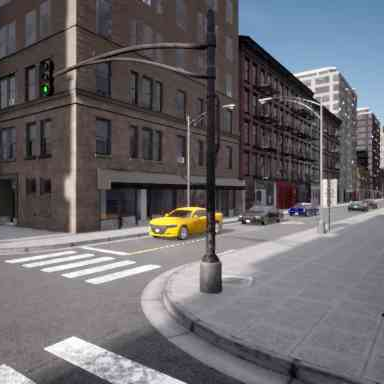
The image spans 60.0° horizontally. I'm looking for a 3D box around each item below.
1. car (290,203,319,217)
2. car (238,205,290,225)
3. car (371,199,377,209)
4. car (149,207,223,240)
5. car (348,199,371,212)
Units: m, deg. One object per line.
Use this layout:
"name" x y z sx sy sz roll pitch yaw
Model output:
"car" 11.528 1.815 34.321 1.895 1.301 4.718 0 0 36
"car" 5.542 1.704 25.941 2.033 1.411 5.357 0 0 35
"car" 27.672 1.844 51.910 1.837 1.490 4.892 0 0 36
"car" -0.198 1.575 17.882 1.882 1.535 5.008 0 0 35
"car" 21.889 1.853 43.783 1.994 1.385 4.181 0 0 35
